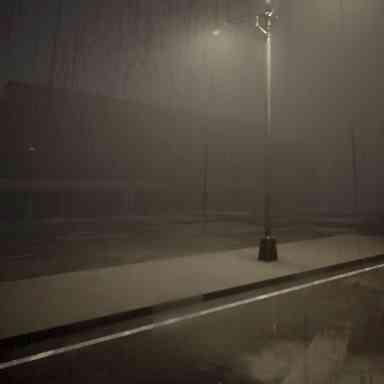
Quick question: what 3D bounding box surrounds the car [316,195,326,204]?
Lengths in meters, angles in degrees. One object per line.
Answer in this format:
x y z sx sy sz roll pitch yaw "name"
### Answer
23.948 1.369 65.118 2.097 1.767 4.553 0 0 -23 "car"
